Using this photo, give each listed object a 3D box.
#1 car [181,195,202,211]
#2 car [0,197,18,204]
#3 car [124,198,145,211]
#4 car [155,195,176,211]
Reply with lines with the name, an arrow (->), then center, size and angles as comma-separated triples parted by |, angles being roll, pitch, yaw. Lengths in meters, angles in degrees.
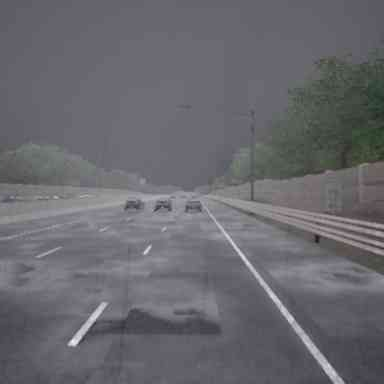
car -> 0.172, 1.491, 39.865 | 2.128, 1.511, 4.902 | 1, 0, 0
car -> -24.314, 1.331, 42.644 | 2.033, 1.411, 5.357 | 1, 0, 0
car -> -6.827, 1.444, 39.896 | 1.837, 1.490, 4.892 | 1, 0, 0
car -> -3.325, 1.475, 39.879 | 1.837, 1.490, 4.892 | 1, 0, 0
